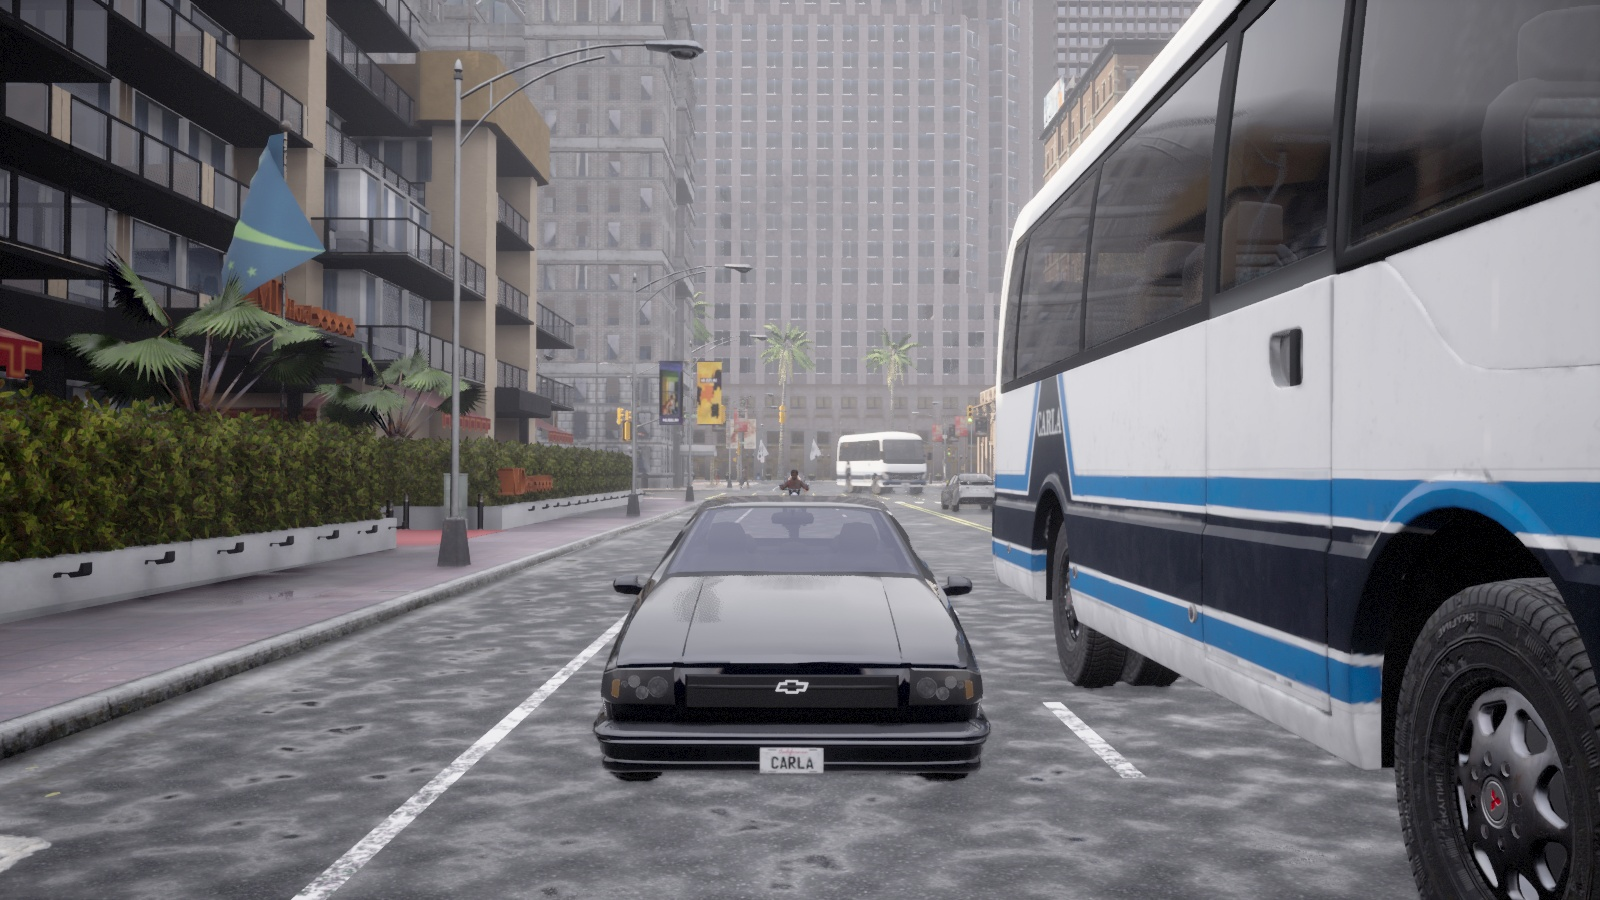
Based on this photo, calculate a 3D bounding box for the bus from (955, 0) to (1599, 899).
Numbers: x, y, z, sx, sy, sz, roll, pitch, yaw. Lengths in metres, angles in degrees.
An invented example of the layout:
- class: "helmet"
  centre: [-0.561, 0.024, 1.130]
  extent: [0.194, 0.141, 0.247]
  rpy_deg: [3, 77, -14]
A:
- class: "bus"
  centre: [3.466, -0.465, 6.625]
  extent: [3.944, 4.253, 10.273]
  rpy_deg: [0, -1, 0]

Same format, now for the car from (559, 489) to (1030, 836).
- class: "car"
  centre: [-0.035, 0.998, 8.108]
  extent: [2.033, 1.411, 5.357]
  rpy_deg: [0, -1, 0]

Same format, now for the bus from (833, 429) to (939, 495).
- class: "bus"
  centre: [5.771, 0.872, 87.005]
  extent: [3.944, 4.253, 10.273]
  rpy_deg: [0, -1, -16]

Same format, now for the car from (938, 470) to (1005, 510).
- class: "car"
  centre: [6.795, 1.575, 50.199]
  extent: [2.007, 1.525, 4.514]
  rpy_deg: [0, -1, 0]
